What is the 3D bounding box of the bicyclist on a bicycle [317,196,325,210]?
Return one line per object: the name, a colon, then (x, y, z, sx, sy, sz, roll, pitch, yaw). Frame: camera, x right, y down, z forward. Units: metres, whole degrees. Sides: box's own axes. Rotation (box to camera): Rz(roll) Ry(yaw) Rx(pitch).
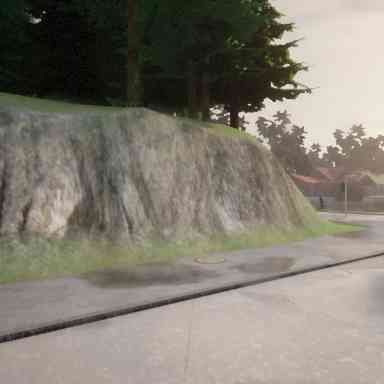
bicyclist on a bicycle: (15.522, 1.349, 39.962, 1.656, 1.620, 0.582, 0, 0, -36)
